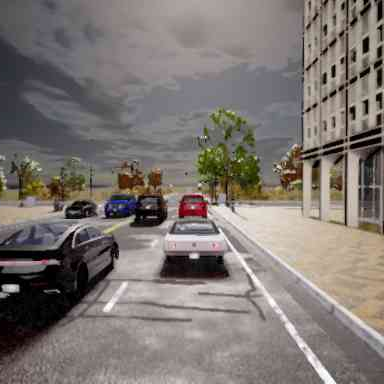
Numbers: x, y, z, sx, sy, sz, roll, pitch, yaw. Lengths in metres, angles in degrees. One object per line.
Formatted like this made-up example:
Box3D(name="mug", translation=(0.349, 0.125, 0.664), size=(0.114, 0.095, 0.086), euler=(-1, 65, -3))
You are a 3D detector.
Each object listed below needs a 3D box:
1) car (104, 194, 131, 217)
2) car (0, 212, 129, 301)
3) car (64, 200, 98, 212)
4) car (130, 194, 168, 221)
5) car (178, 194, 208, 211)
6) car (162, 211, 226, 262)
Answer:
Box3D(name="car", translation=(-6.588, 1.188, 31.225), size=(2.150, 2.045, 5.566), euler=(0, 0, 0))
Box3D(name="car", translation=(-3.188, 1.488, 8.315), size=(2.128, 1.511, 4.902), euler=(0, 0, 0))
Box3D(name="car", translation=(-9.841, 1.474, 29.887), size=(1.837, 1.490, 4.892), euler=(0, 0, 0))
Box3D(name="car", translation=(-3.173, 1.197, 26.671), size=(2.150, 2.045, 5.566), euler=(0, 0, 0))
Box3D(name="car", translation=(0.077, 1.195, 26.510), size=(2.150, 2.045, 5.566), euler=(0, 0, 0))
Box3D(name="car", translation=(0.081, 1.592, 12.016), size=(1.895, 1.301, 4.718), euler=(0, 0, 0))
